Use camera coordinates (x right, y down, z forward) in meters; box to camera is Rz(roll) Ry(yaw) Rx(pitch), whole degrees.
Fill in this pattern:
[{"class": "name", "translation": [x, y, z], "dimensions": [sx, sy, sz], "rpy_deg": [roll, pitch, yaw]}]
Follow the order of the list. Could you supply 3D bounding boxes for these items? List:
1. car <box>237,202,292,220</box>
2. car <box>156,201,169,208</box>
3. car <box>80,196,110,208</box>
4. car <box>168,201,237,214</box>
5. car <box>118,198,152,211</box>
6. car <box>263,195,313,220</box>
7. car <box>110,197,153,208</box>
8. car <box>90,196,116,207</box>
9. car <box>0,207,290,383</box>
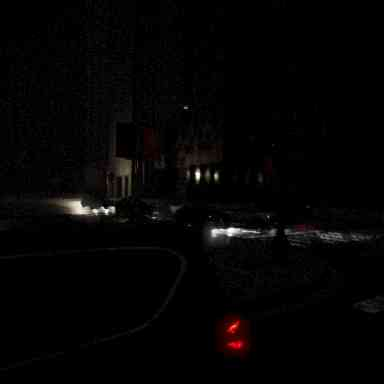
[{"class": "car", "translation": [3.978, 1.573, 22.351], "dimensions": [1.895, 1.301, 4.718], "rpy_deg": [1, 0, -36]}, {"class": "car", "translation": [-1.294, 1.455, 29.854], "dimensions": [1.895, 1.301, 4.718], "rpy_deg": [1, 0, -35]}, {"class": "car", "translation": [-11.351, 1.192, 38.561], "dimensions": [2.033, 1.411, 5.357], "rpy_deg": [1, 0, -35]}, {"class": "car", "translation": [0.571, 1.471, 21.523], "dimensions": [1.994, 1.385, 4.181], "rpy_deg": [1, 0, -35]}, {"class": "car", "translation": [-6.513, 1.341, 37.322], "dimensions": [1.895, 1.301, 4.718], "rpy_deg": [1, 0, -35]}, {"class": "car", "translation": [7.711, 1.253, 28.701], "dimensions": [2.150, 2.045, 5.566], "rpy_deg": [1, 0, -35]}, {"class": "car", "translation": [-5.281, 1.255, 29.887], "dimensions": [1.882, 1.535, 5.008], "rpy_deg": [1, 0, -35]}, {"class": "car", "translation": [-12.175, 1.217, 45.453], "dimensions": [1.895, 1.301, 4.718], "rpy_deg": [1, 0, -35]}, {"class": "car", "translation": [-2.153, 1.214, 1.842], "dimensions": [5.566, 2.045, 2.150], "rpy_deg": [1, -1, -35]}]
